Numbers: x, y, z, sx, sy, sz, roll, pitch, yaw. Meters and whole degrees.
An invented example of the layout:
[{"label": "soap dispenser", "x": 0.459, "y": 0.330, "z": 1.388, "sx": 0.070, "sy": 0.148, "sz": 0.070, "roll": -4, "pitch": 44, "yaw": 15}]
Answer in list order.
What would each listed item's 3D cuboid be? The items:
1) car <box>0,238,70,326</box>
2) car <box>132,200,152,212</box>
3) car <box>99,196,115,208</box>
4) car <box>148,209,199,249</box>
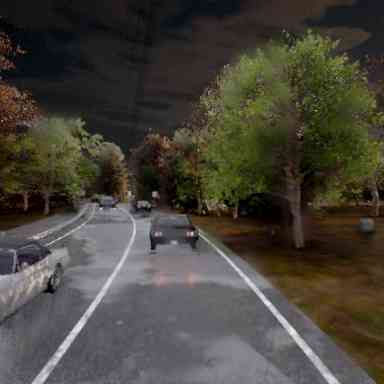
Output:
[{"label": "car", "x": -3.867, "y": 1.611, "z": 6.061, "sx": 1.895, "sy": 1.301, "sz": 4.718, "roll": 0, "pitch": 0, "yaw": -3}, {"label": "car", "x": -5.941, "y": 1.603, "z": 39.099, "sx": 2.033, "sy": 1.411, "sz": 5.357, "roll": 1, "pitch": 0, "yaw": -15}, {"label": "car", "x": -11.846, "y": 1.325, "z": 46.472, "sx": 2.097, "sy": 1.767, "sz": 4.553, "roll": 1, "pitch": 0, "yaw": -16}, {"label": "car", "x": -0.922, "y": 1.634, "z": 14.833, "sx": 1.895, "sy": 1.301, "sz": 4.718, "roll": 0, "pitch": 0, "yaw": -6}]
